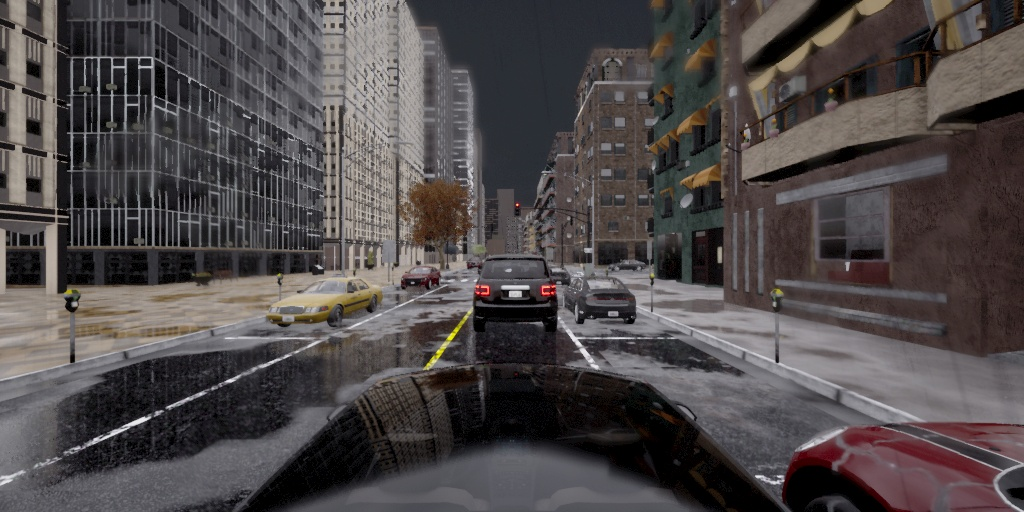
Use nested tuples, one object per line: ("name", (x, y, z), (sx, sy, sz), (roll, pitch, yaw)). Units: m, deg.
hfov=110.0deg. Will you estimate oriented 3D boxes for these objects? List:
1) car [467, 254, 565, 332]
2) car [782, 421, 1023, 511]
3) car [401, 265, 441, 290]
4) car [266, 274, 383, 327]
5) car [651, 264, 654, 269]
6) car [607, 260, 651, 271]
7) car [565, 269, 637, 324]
("car", (0.091, 0.972, 10.980), (2.150, 2.045, 5.566), (0, 0, 0))
("car", (2.687, 1.190, 0.638), (1.967, 1.591, 4.097), (0, 0, 0))
("car", (-5.688, 1.300, 22.771), (1.888, 1.381, 4.507), (0, 0, 0))
("car", (-5.690, 1.276, 11.536), (1.751, 1.417, 4.829), (0, 0, 0))
("car", (18.838, 1.006, 42.237), (4.829, 1.417, 1.751), (0, 0, -1))
("car", (13.441, 1.109, 42.183), (4.403, 1.370, 2.007), (0, 0, -1))
("car", (2.690, 1.301, 11.703), (2.007, 1.370, 4.403), (0, 0, 0))
